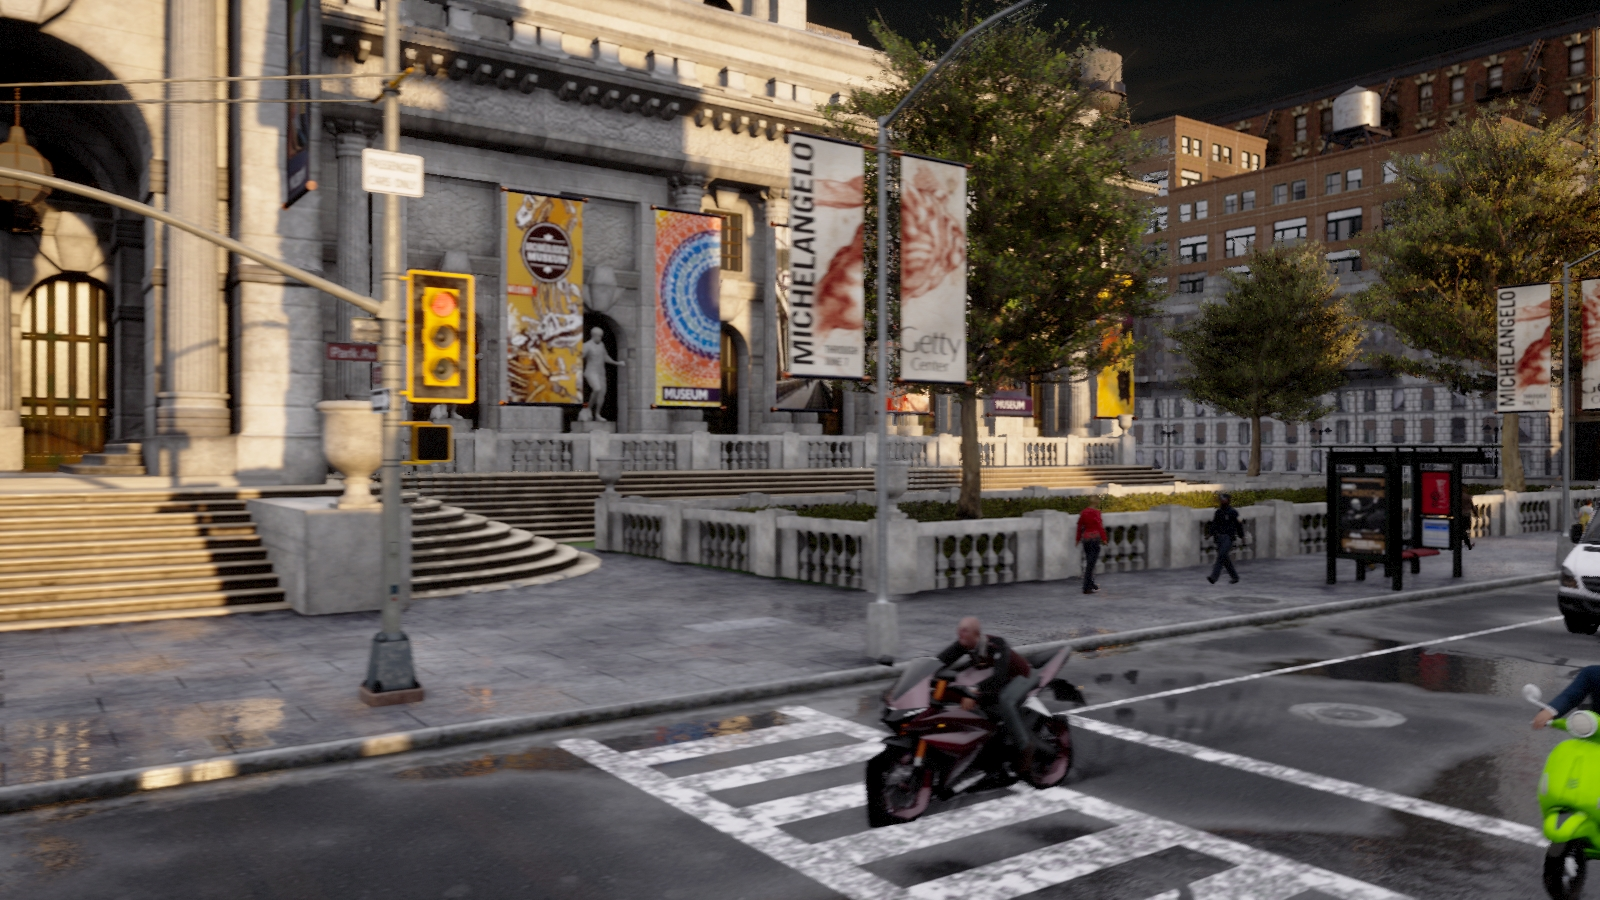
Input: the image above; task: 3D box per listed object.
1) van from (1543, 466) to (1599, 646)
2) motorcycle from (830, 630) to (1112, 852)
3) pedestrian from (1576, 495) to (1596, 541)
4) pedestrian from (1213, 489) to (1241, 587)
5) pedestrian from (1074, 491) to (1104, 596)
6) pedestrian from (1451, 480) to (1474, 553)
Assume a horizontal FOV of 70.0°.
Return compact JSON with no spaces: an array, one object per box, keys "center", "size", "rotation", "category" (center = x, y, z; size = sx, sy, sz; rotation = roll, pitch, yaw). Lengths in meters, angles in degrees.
[{"center":[14.033,1.532,17.867],"size":[5.915,2.561,1.988],"rotation":[0,0,-35],"category":"van"},{"center":[1.385,2.204,9.021],"size":[2.209,1.251,0.867],"rotation":[0,0,-35],"category":"motorcycle"},{"center":[22.753,1.971,33.074],"size":[0.375,1.300,0.375],"rotation":[0,0,-30],"category":"pedestrian"},{"center":[8.295,1.694,22.189],"size":[0.375,1.860,0.375],"rotation":[0,0,-37],"category":"pedestrian"},{"center":[5.264,1.694,20.842],"size":[0.375,1.860,0.375],"rotation":[0,0,-36],"category":"pedestrian"},{"center":[16.976,1.693,29.294],"size":[0.375,1.860,0.375],"rotation":[0,0,-32],"category":"pedestrian"}]
